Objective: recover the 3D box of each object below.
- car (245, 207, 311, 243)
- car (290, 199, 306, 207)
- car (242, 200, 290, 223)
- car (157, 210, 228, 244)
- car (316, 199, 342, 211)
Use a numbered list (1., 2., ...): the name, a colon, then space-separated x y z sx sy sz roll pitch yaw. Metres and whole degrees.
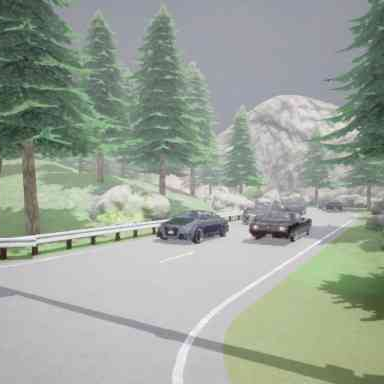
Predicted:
1. car: 4.537 1.640 16.465 1.895 1.301 4.718 0 0 31
2. car: 10.396 1.525 33.497 1.837 1.490 4.892 0 0 24
3. car: 5.300 1.506 24.640 2.128 1.511 4.902 0 0 31
4. car: 0.122 1.573 16.150 1.994 1.385 4.181 0 0 31
5. car: 16.783 1.592 40.927 1.837 1.490 4.892 3 0 4
